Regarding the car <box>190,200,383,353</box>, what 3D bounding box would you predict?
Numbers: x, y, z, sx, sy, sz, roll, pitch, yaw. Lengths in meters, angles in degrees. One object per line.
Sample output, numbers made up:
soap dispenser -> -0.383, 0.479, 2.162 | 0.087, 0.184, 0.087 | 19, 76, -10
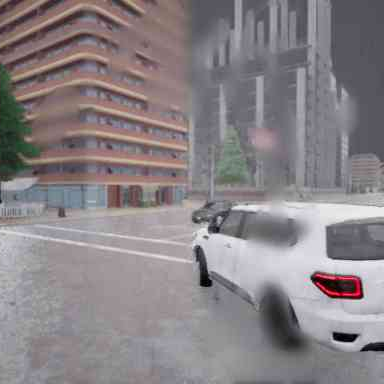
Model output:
car -> 1.724, 1.205, 6.472 | 2.150, 2.045, 5.566 | -1, 1, -18

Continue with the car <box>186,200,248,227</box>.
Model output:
car -> 1.809, 1.344, 22.412 | 1.837, 1.490, 4.892 | 1, 1, 36

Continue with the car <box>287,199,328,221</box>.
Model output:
car -> 9.304, 1.350, 26.549 | 1.812, 1.442, 4.674 | 1, 1, 36
